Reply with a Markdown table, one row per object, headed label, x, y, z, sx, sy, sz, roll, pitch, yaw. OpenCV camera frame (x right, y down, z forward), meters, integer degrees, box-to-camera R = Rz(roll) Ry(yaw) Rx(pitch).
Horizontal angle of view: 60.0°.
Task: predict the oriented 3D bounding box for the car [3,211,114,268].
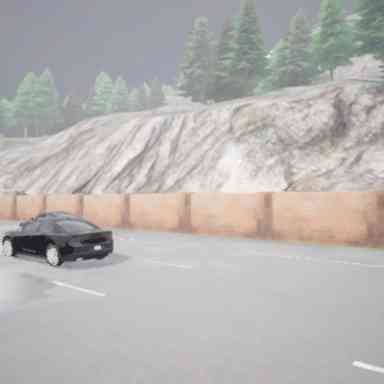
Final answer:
| label | x | y | z | sx | sy | sz | roll | pitch | yaw |
| --- | --- | --- | --- | --- | --- | --- | --- | --- | --- |
| car | -4.981 | 1.653 | 12.091 | 5.008 | 1.535 | 1.882 | -1 | -1 | 37 |

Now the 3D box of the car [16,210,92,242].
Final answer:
| label | x | y | z | sx | sy | sz | roll | pitch | yaw |
| --- | --- | --- | --- | --- | --- | --- | --- | --- | --- |
| car | -7.771 | 1.795 | 18.546 | 4.674 | 1.442 | 1.812 | -1 | -1 | 37 |
